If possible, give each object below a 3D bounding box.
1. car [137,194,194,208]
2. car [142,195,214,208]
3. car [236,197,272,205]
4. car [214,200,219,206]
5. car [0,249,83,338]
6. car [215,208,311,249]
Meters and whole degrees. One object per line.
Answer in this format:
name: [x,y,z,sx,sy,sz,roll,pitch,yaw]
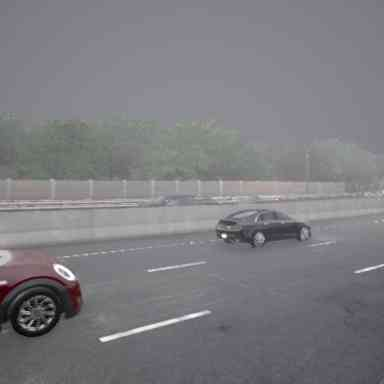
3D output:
car: [-2.015,1.197,28.315,5.566,2.045,2.150,-1,0,-35]
car: [-1.025,1.335,24.725,4.553,1.767,2.097,0,0,-35]
car: [7.256,1.344,39.138,4.902,1.511,2.128,-1,1,-35]
car: [0.966,1.418,38.988,4.892,1.490,1.837,-1,1,-35]
car: [-4.111,1.353,5.112,4.553,1.767,2.097,0,0,-35]
car: [3.257,1.494,14.646,4.892,1.490,1.837,0,0,-35]
